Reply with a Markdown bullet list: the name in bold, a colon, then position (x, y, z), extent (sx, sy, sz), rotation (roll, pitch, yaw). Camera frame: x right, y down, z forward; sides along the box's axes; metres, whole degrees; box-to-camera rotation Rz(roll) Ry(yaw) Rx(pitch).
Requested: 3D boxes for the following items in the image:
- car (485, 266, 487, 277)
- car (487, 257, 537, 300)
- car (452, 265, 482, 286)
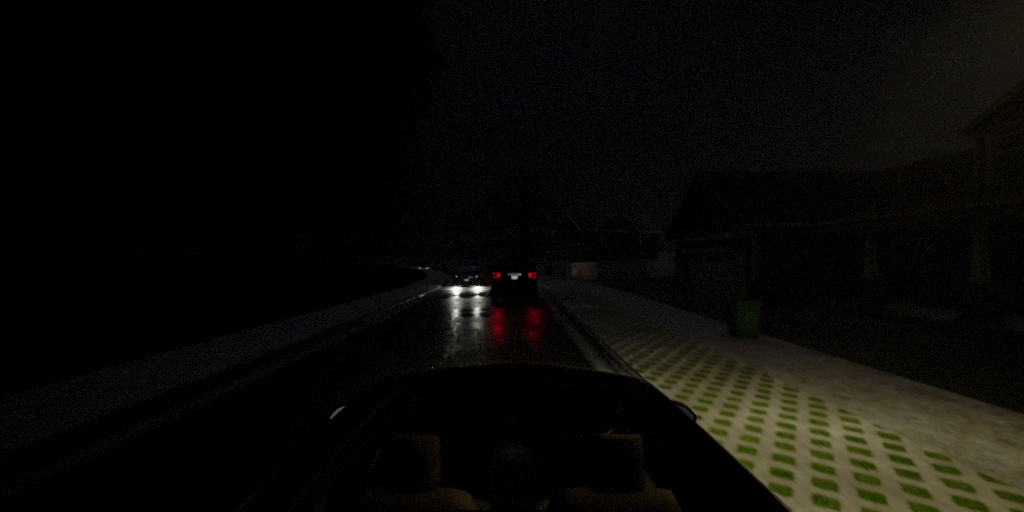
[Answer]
- **car**: position (-1.488, 1.357, 34.924), extent (2.128, 1.511, 4.902), rotation (0, 0, -10)
- **car**: position (0.081, 1.051, 18.460), extent (2.150, 2.045, 5.566), rotation (0, 0, -1)
- **car**: position (-3.309, 1.377, 26.643), extent (1.812, 1.442, 4.674), rotation (0, 0, -6)
